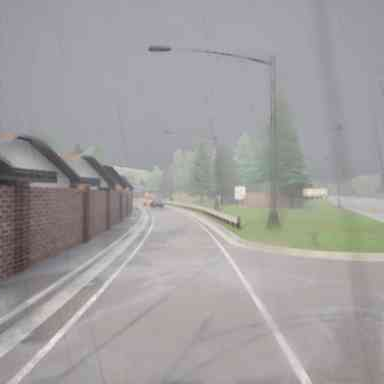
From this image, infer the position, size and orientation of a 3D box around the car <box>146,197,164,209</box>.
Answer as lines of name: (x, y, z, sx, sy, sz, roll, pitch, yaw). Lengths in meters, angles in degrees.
car: (-5.707, 1.926, 54.179, 2.033, 1.411, 5.357, 0, 0, -14)

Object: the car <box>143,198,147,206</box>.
car: (-8.260, 1.806, 64.375, 2.097, 1.767, 4.553, 0, 0, -17)
